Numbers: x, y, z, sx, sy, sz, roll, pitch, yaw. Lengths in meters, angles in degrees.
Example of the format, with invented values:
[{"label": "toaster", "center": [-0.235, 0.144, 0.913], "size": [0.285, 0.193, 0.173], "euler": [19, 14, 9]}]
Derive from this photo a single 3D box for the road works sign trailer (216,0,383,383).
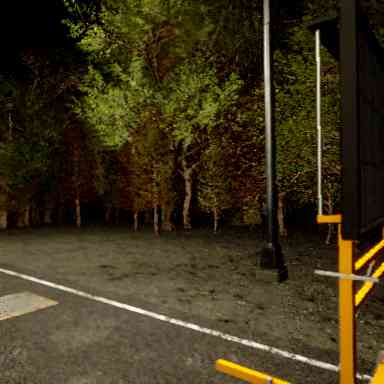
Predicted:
[{"label": "road works sign trailer", "center": [1.409, 0.646, 2.914], "size": [2.880, 3.560, 2.380], "euler": [-1, 0, 38]}]
